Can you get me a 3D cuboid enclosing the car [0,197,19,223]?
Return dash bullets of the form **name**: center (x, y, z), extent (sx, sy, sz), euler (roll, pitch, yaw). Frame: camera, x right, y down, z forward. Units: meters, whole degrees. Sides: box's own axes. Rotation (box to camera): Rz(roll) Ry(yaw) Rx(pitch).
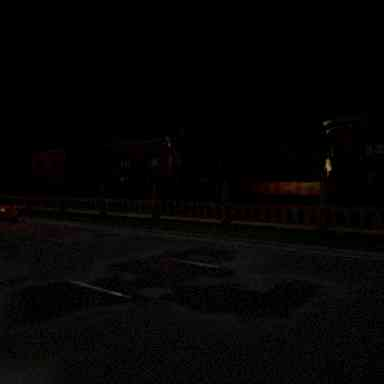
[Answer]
- **car**: center (-13.632, 1.120, 22.277), extent (4.553, 1.767, 2.097), euler (1, 0, 36)
